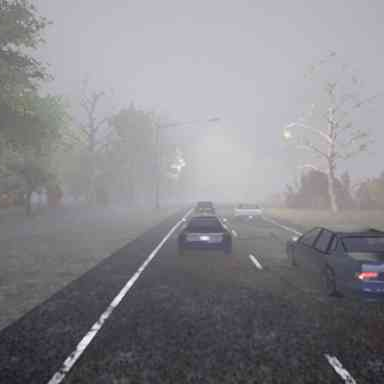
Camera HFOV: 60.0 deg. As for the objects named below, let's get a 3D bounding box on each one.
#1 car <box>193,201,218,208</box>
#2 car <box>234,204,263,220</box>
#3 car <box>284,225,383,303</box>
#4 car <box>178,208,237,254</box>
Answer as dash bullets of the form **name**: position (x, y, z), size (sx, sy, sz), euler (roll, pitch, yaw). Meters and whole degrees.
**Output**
- **car**: position (1.174, 1.522, 29.404), size (1.837, 1.490, 4.892), euler (0, 0, 3)
- **car**: position (4.584, 1.615, 27.593), size (1.895, 1.301, 4.718), euler (0, 0, 3)
- **car**: position (3.845, 1.551, 8.424), size (2.033, 1.411, 5.357), euler (0, 0, 2)
- **car**: position (0.507, 1.572, 13.519), size (1.994, 1.385, 4.181), euler (0, 0, 2)
